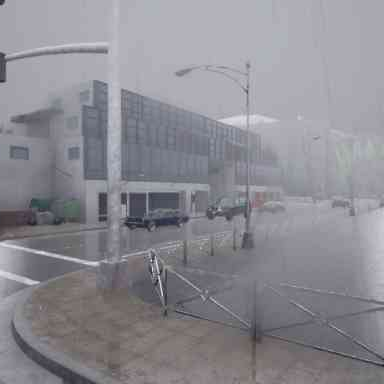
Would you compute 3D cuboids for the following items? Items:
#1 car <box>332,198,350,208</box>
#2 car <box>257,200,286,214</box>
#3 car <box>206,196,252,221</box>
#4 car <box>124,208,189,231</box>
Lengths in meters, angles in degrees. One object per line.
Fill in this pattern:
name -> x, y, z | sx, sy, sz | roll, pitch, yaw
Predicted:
car -> 22.774, 1.681, 50.861 | 1.837, 1.490, 4.892 | 0, 0, 36
car -> 9.243, 1.702, 38.229 | 1.812, 1.442, 4.674 | 0, 0, 36
car -> 3.467, 1.398, 30.157 | 2.150, 2.045, 5.566 | 0, 0, 36
car -> -2.265, 1.777, 22.128 | 1.895, 1.301, 4.718 | 0, 0, 36
